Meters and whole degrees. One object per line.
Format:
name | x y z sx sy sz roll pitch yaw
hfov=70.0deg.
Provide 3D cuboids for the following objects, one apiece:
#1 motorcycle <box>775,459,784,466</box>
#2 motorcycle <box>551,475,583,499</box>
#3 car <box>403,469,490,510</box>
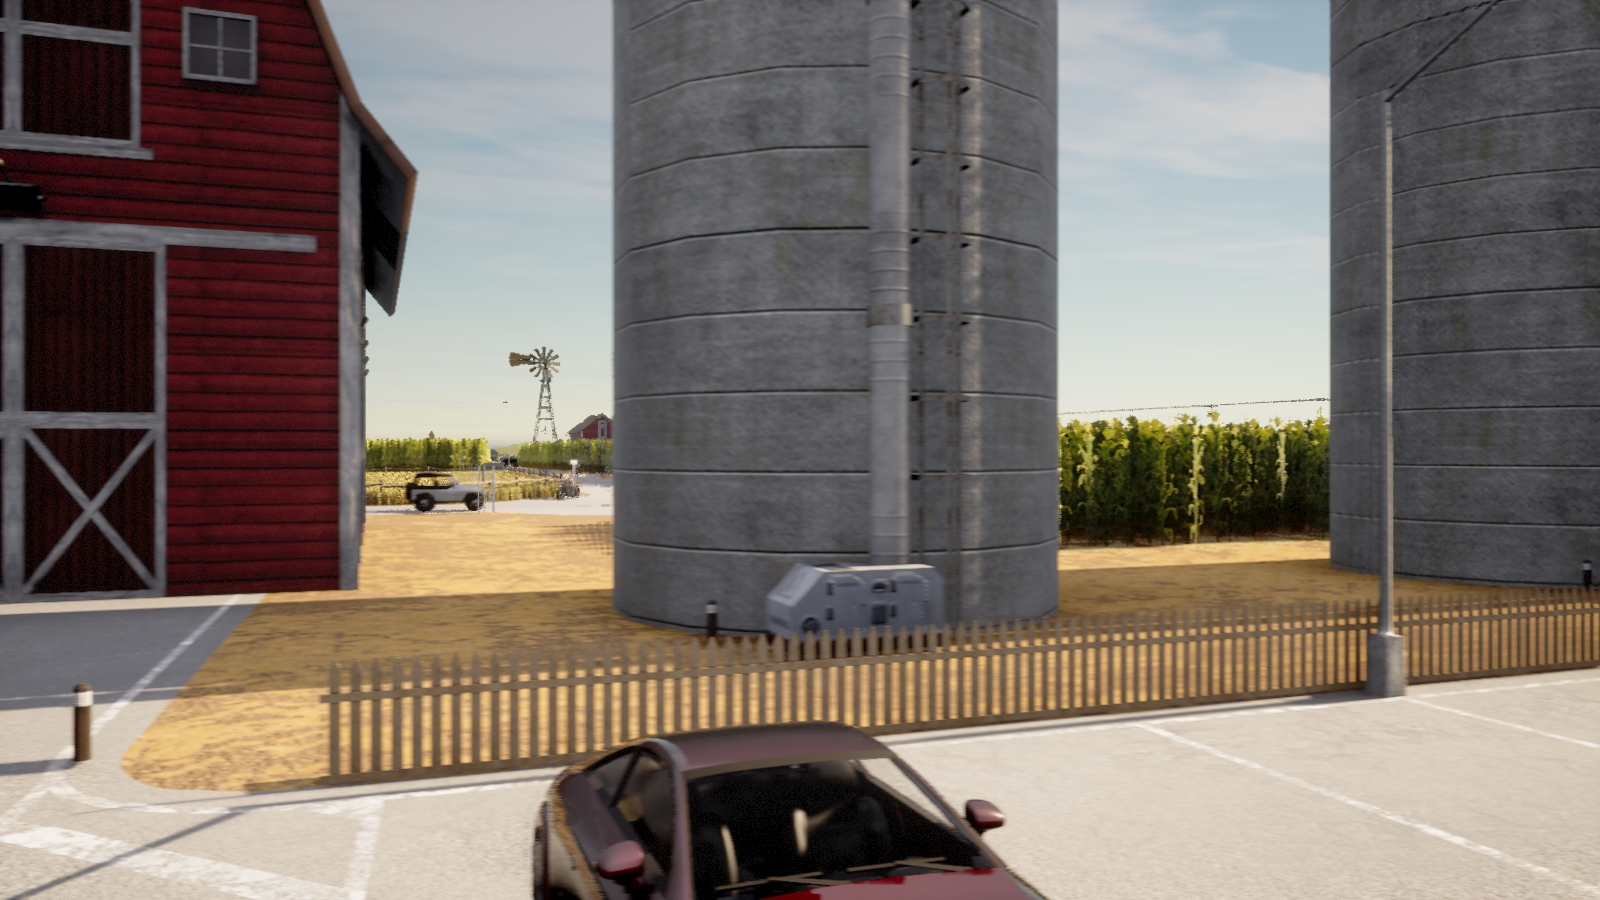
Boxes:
motorcycle | -3.523 2.154 196.617 0.764 1.307 2.356 0 0 -21
motorcycle | -13.733 2.155 67.481 0.764 1.307 2.356 0 0 19
car | -16.954 1.857 54.984 3.866 1.878 1.905 0 0 -13
